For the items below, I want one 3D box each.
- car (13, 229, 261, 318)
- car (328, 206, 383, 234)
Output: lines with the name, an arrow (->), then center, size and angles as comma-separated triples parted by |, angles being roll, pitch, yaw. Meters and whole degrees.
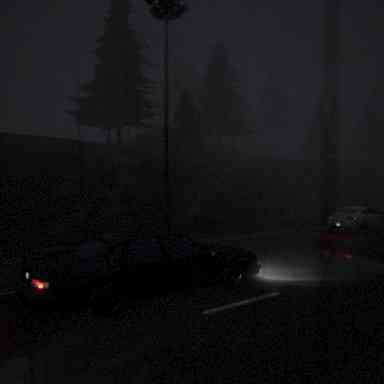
car -> -0.904, 1.550, 7.421 | 5.357, 1.411, 2.033 | 0, 0, -35
car -> 9.788, 1.532, 19.328 | 4.674, 1.442, 1.812 | 0, 0, -36
